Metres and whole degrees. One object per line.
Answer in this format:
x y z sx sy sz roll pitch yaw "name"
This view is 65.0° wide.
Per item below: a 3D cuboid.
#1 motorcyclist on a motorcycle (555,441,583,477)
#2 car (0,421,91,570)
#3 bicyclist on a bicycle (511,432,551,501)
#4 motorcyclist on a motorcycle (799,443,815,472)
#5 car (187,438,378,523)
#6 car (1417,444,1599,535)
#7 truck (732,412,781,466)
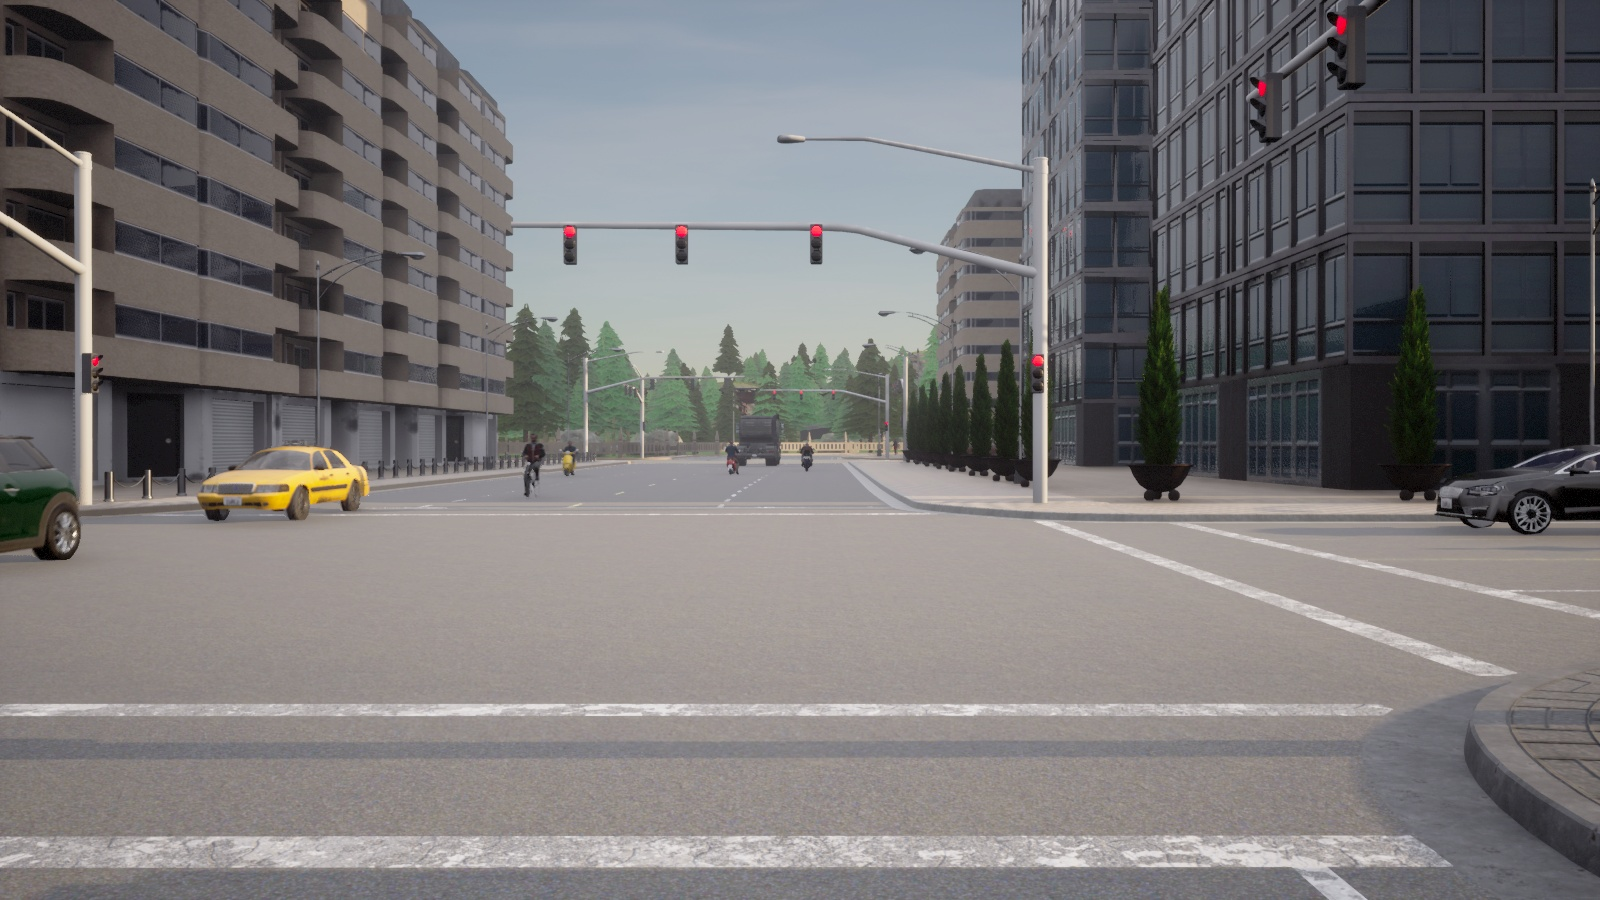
-10.315 0.375 56.164 0.866 1.590 1.817 0 0 1 "motorcyclist on a motorcycle"
-10.501 0.542 14.489 2.097 1.767 4.553 0 0 0 "car"
-7.122 0.423 33.288 0.659 1.776 1.843 0 0 0 "bicyclist on a bicycle"
0.380 0.404 66.962 0.866 1.530 2.191 0 0 1 "motorcyclist on a motorcycle"
-10.591 0.549 26.190 1.801 1.575 5.366 0 1 0 "car"
13.678 0.646 21.788 4.902 1.511 2.128 0 0 1 "car"
-2.822 -0.710 83.605 2.891 3.462 7.936 0 0 1 "truck"
